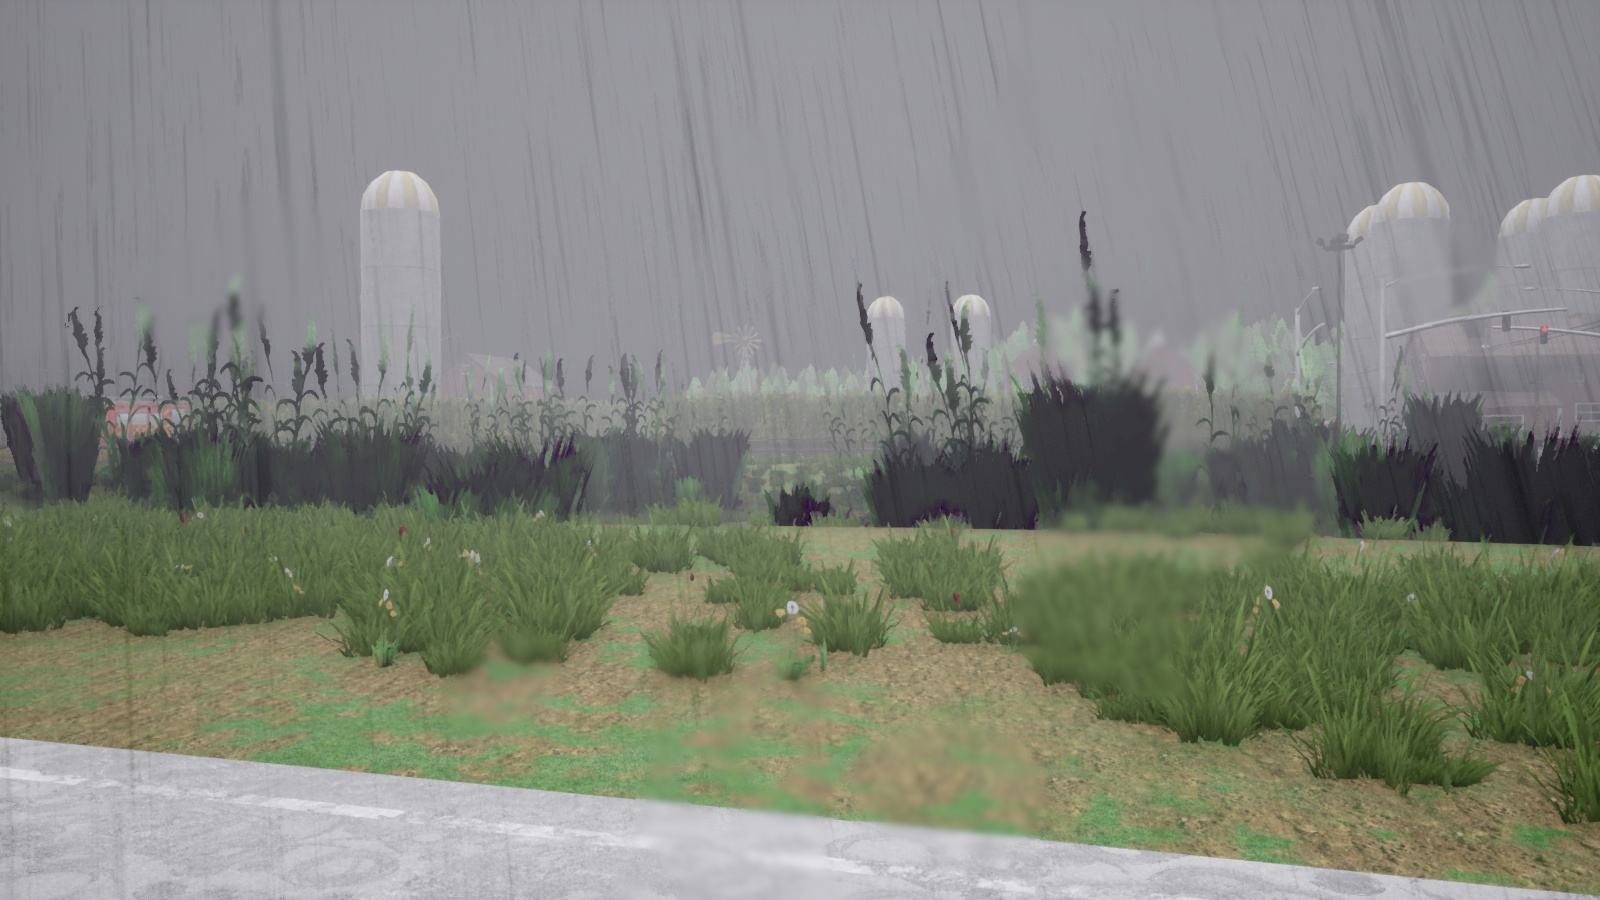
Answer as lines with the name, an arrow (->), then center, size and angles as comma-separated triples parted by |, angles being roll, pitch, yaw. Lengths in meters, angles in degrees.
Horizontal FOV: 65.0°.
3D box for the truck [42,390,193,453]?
truck -> -42.760, -1.759, 78.724 | 8.468, 3.827, 2.891 | 0, 1, 12
